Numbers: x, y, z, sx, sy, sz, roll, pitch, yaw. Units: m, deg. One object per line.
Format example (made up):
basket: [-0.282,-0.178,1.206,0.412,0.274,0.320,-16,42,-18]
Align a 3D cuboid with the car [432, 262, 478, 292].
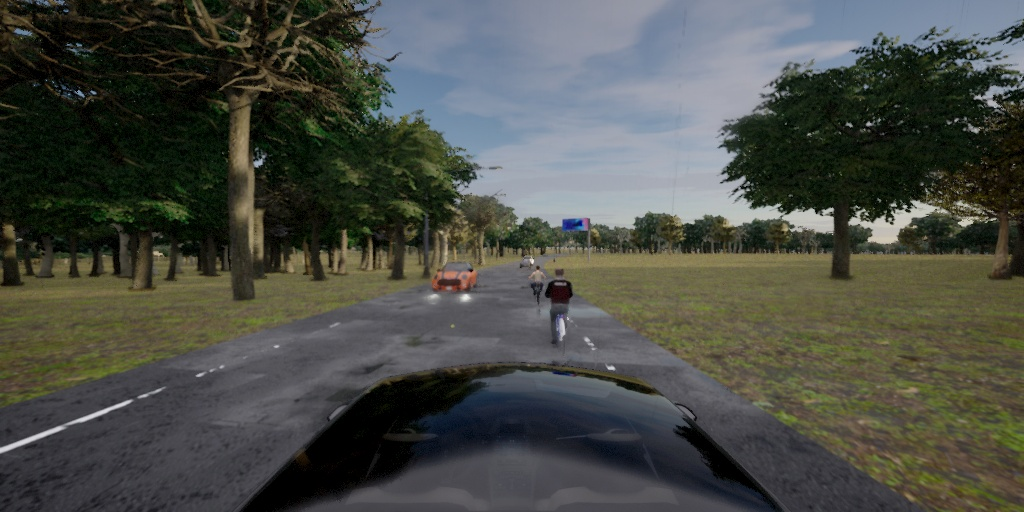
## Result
car: [-3.306,1.145,21.416,2.097,1.767,4.553,0,0,2]

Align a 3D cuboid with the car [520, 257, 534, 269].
car: [2.326,1.332,60.631,2.128,1.511,4.902,0,0,4]

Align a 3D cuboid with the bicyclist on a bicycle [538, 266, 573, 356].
bicyclist on a bicycle: [1.008,1.131,7.807,0.659,1.776,1.843,0,0,1]

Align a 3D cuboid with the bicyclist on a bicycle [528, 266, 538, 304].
bicyclist on a bicycle: [1.104,1.216,15.470,0.866,1.612,1.509,0,1,1]
